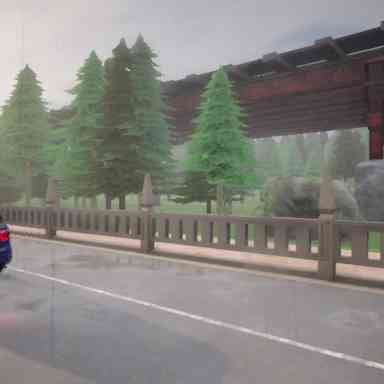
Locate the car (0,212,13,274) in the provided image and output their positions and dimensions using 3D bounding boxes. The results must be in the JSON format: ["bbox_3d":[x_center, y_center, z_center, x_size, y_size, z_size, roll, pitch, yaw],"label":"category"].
[{"bbox_3d":[-7.145,1.222,9.107,5.566,2.045,2.150,0,0,35],"label":"car"}]
